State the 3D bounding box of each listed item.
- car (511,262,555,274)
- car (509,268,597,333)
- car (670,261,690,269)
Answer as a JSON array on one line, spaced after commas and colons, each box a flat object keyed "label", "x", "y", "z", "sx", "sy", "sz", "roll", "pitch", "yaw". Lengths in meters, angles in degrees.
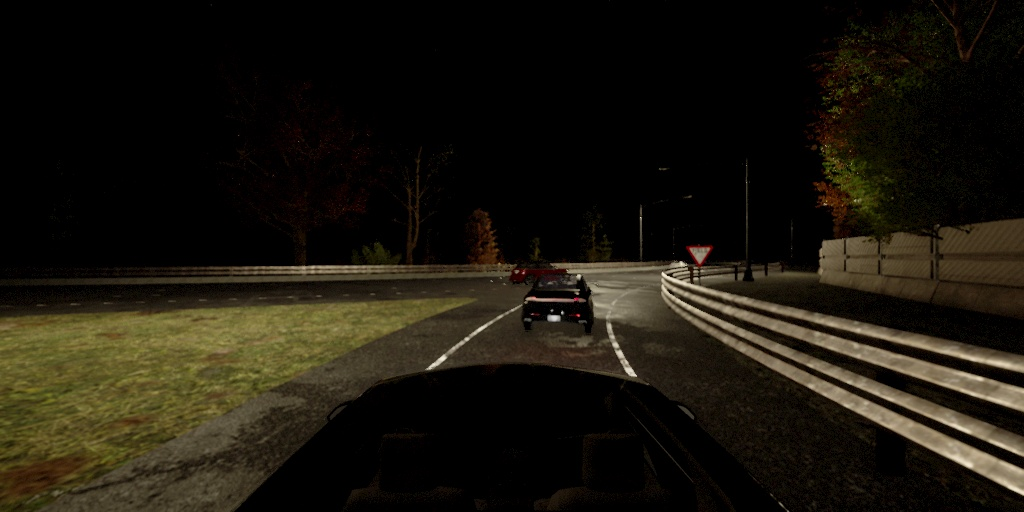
[{"label": "car", "x": 2.143, "y": 1.204, "z": 26.321, "sx": 4.553, "sy": 1.767, "sz": 2.097, "roll": 0, "pitch": 0, "yaw": -30}, {"label": "car", "x": 1.533, "y": 1.281, "z": 10.972, "sx": 2.128, "sy": 1.511, "sz": 4.902, "roll": 0, "pitch": 0, "yaw": 12}, {"label": "car", "x": 25.122, "y": 1.503, "z": 53.742, "sx": 1.812, "sy": 1.442, "sz": 4.674, "roll": 0, "pitch": 0, "yaw": 42}]
